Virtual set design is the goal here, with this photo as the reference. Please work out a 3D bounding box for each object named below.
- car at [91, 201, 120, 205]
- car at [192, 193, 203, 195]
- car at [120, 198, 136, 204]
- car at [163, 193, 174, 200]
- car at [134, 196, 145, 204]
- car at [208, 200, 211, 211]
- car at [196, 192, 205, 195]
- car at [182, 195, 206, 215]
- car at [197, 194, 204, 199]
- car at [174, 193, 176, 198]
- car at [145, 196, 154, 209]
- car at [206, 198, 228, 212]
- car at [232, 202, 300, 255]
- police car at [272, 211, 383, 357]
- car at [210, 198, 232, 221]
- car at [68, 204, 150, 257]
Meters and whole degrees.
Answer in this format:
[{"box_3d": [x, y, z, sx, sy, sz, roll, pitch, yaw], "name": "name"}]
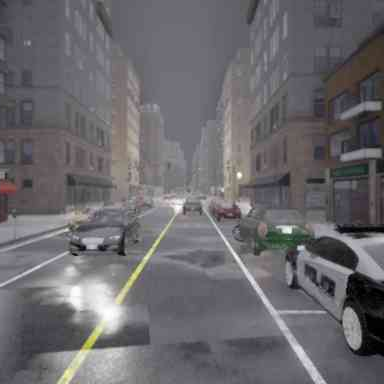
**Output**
[{"box_3d": [-5.862, 1.425, 19.723, 1.752, 1.417, 4.829, 0, 0, 0], "name": "car"}, {"box_3d": [-0.031, 1.277, 46.048, 2.128, 1.511, 4.902, 0, 0, -1], "name": "car"}, {"box_3d": [-5.865, 1.425, 25.386, 2.008, 1.369, 4.403, 0, 0, 0], "name": "car"}, {"box_3d": [-6.033, 1.216, 80.226, 2.008, 1.369, 4.403, 0, 0, -1], "name": "car"}, {"box_3d": [-5.868, 1.290, 30.878, 1.967, 1.590, 4.097, 0, 0, 0], "name": "car"}, {"box_3d": [2.658, 1.395, 30.891, 1.887, 1.381, 4.507, 0, 0, 0], "name": "car"}, {"box_3d": [2.492, 1.211, 80.308, 1.887, 1.381, 4.507, 0, 0, -1], "name": "car"}, {"box_3d": [0.061, 1.337, 32.144, 2.128, 1.511, 4.902, 0, 0, 0], "name": "car"}, {"box_3d": [2.379, 1.164, 91.492, 1.752, 1.417, 4.829, 0, 0, -1], "name": "car"}, {"box_3d": [-6.144, 1.183, 91.242, 1.887, 1.381, 4.507, 0, 0, -1], "name": "car"}, {"box_3d": [-5.875, 1.243, 41.864, 1.967, 1.590, 4.097, 0, 0, 0], "name": "car"}, {"box_3d": [2.654, 1.377, 36.382, 2.008, 1.369, 4.403, 0, 0, 0], "name": "car"}, {"box_3d": [3.064, 1.284, 13.086, 2.097, 1.767, 4.553, 0, 0, -2], "name": "car"}, {"box_3d": [3.130, 1.392, 6.129, 1.930, 1.638, 5.238, 0, 0, 0], "name": "police car"}, {"box_3d": [2.662, 1.419, 25.399, 1.887, 1.381, 4.507, 0, 0, 0], "name": "car"}, {"box_3d": [-3.108, 1.425, 12.770, 2.128, 1.511, 4.902, 0, 0, 0], "name": "car"}]
